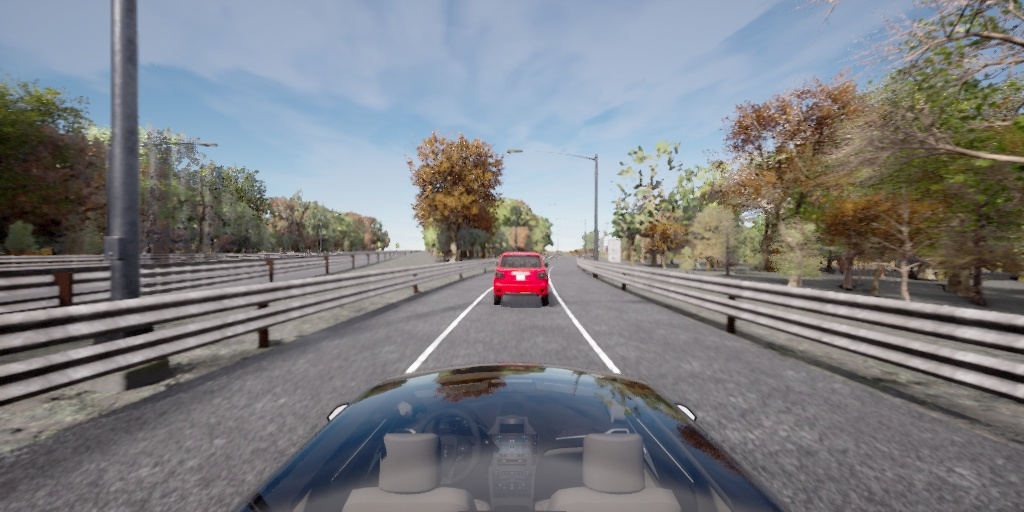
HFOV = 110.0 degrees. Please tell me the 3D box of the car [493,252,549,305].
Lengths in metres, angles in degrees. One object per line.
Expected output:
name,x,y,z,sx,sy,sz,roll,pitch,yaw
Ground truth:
car,0.437,0.863,15.649,2.150,2.045,5.566,0,0,3
